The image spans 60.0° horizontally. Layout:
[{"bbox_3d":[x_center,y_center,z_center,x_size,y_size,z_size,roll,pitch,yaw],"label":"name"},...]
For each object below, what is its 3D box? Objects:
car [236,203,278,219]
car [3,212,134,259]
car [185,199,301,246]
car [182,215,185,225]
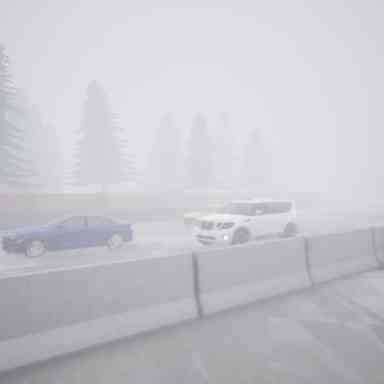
[{"bbox_3d":[6.430,1.786,32.544,4.181,1.385,1.994,0,-1,-45],"label":"car"},{"bbox_3d":[-4.829,1.625,13.515,5.008,1.535,1.882,0,-1,-37],"label":"car"},{"bbox_3d":[2.653,1.331,14.975,5.566,2.045,2.150,1,-1,-39],"label":"car"},{"bbox_3d":[1.569,1.658,23.237,5.008,1.535,1.882,0,-1,-41],"label":"car"}]
